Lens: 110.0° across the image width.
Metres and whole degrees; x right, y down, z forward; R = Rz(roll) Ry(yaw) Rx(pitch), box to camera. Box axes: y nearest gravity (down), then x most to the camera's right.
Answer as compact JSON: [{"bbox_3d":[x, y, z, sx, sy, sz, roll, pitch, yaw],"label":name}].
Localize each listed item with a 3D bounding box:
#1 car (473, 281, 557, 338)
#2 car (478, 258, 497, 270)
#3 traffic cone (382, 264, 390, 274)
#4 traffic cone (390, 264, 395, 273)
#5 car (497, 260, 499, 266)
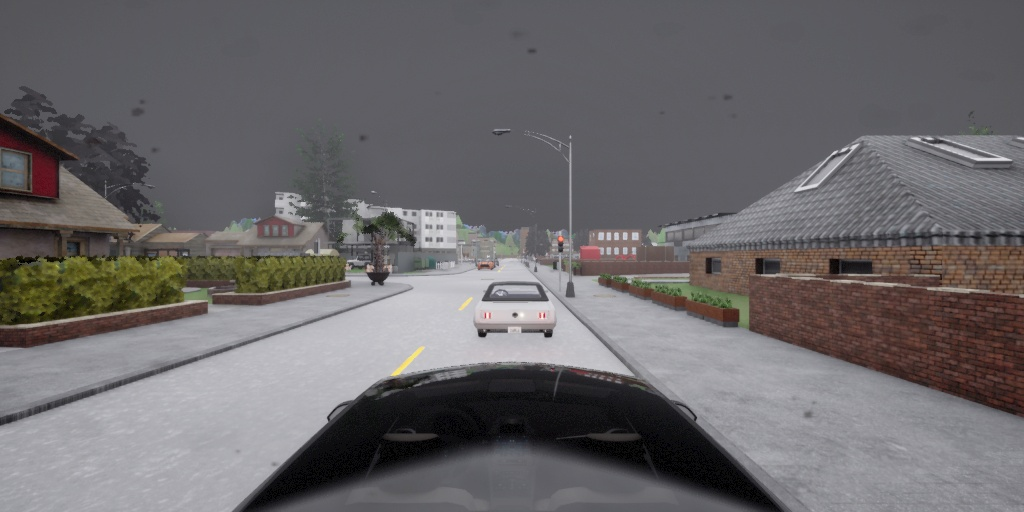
[{"bbox_3d":[0.102,1.351,10.173,1.895,1.301,4.718,0,0,1],"label":"car"},{"bbox_3d":[-3.792,1.102,52.281,2.097,1.767,4.553,0,0,0],"label":"car"},{"bbox_3d":[-15.498,1.561,44.133,0.344,0.586,0.344,0,0,0],"label":"traffic cone"},{"bbox_3d":[-15.133,1.558,44.700,0.344,0.586,0.344,0,0,0],"label":"traffic cone"},{"bbox_3d":[-3.715,1.255,61.662,1.837,1.490,4.892,0,0,1],"label":"car"}]
